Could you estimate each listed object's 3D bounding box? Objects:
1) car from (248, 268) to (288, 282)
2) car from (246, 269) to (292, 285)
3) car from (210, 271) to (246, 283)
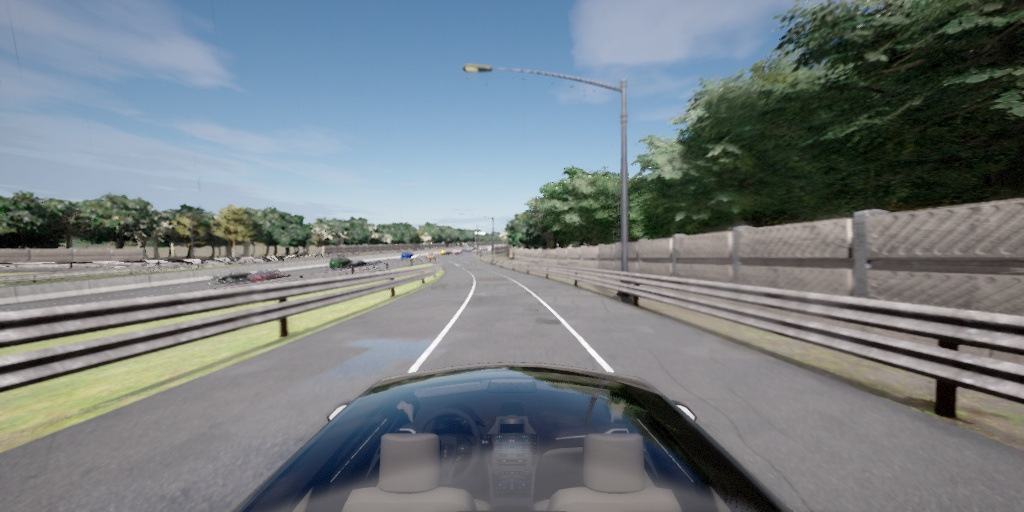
[{"bbox_3d":[-31.503,2.442,46.497,1.994,1.385,4.181,0,3,7],"label":"car"},{"bbox_3d":[-28.469,2.360,42.642,2.097,1.767,4.553,0,3,7],"label":"car"},{"bbox_3d":[-35.187,2.526,45.290,1.895,1.301,4.718,0,3,7],"label":"car"}]
